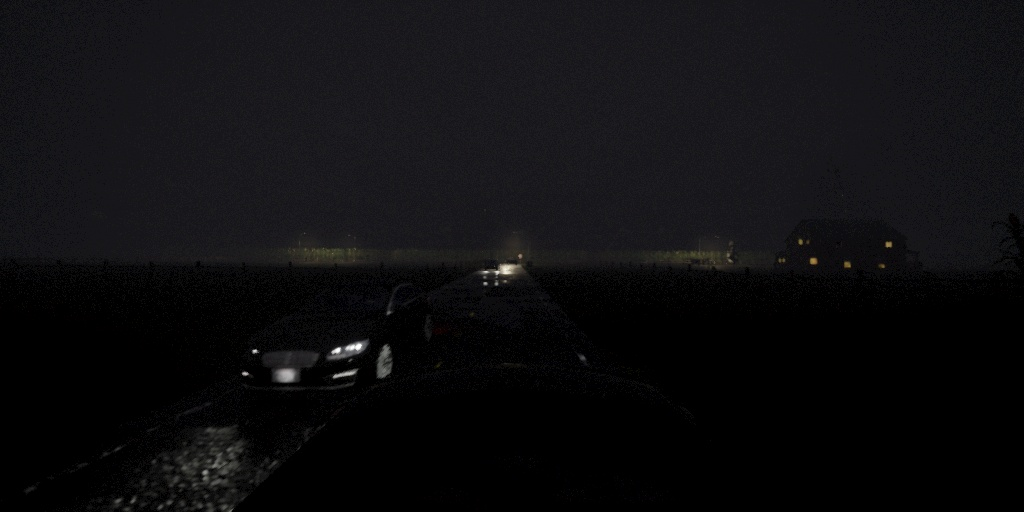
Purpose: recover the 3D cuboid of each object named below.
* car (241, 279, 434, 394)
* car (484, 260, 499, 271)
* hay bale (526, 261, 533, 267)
[{"bbox_3d":[-2.838,1.243,6.963,2.128,1.511,4.902,0,0,0],"label":"car"},{"bbox_3d":[-2.806,1.247,49.399,1.837,1.490,4.892,0,0,0],"label":"car"},{"bbox_3d":[3.152,1.387,64.577,1.220,1.180,1.240,0,0,0],"label":"hay bale"}]
